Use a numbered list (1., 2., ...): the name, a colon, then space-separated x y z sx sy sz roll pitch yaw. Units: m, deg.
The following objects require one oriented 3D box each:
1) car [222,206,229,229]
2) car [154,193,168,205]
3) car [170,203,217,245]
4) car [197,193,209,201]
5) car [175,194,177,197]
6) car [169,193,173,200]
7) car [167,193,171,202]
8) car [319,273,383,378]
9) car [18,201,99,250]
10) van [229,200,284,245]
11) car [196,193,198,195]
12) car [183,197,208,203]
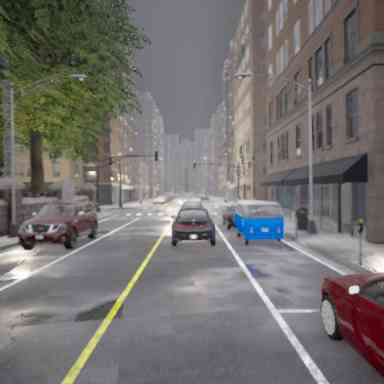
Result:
1. car: 2.860 1.475 20.545 1.947 1.339 4.313 -1 0 0
2. car: -5.687 1.429 58.358 1.752 1.417 4.829 -1 0 0
3. car: 0.068 1.466 15.279 1.837 1.490 4.892 -1 0 0
4. car: 2.826 1.187 74.921 1.967 1.590 4.097 -1 0 0
5. car: -5.703 1.386 85.782 2.008 1.369 4.403 -1 0 0
6. car: -5.693 1.418 69.430 1.887 1.381 4.507 -1 0 0
7. car: -5.690 1.438 63.978 2.008 1.369 4.403 -1 0 0
8. car: 2.869 1.498 3.563 1.887 1.381 4.507 -1 0 0
9. car: -5.664 1.352 14.839 2.192 1.841 5.009 -1 0 0
10. van: 2.860 1.266 14.884 1.690 1.788 3.998 -1 0 0
11. car: 2.821 1.273 85.818 2.008 1.369 4.403 -1 0 0
12. car: 0.032 1.407 26.142 1.882 1.535 5.008 -1 0 1
